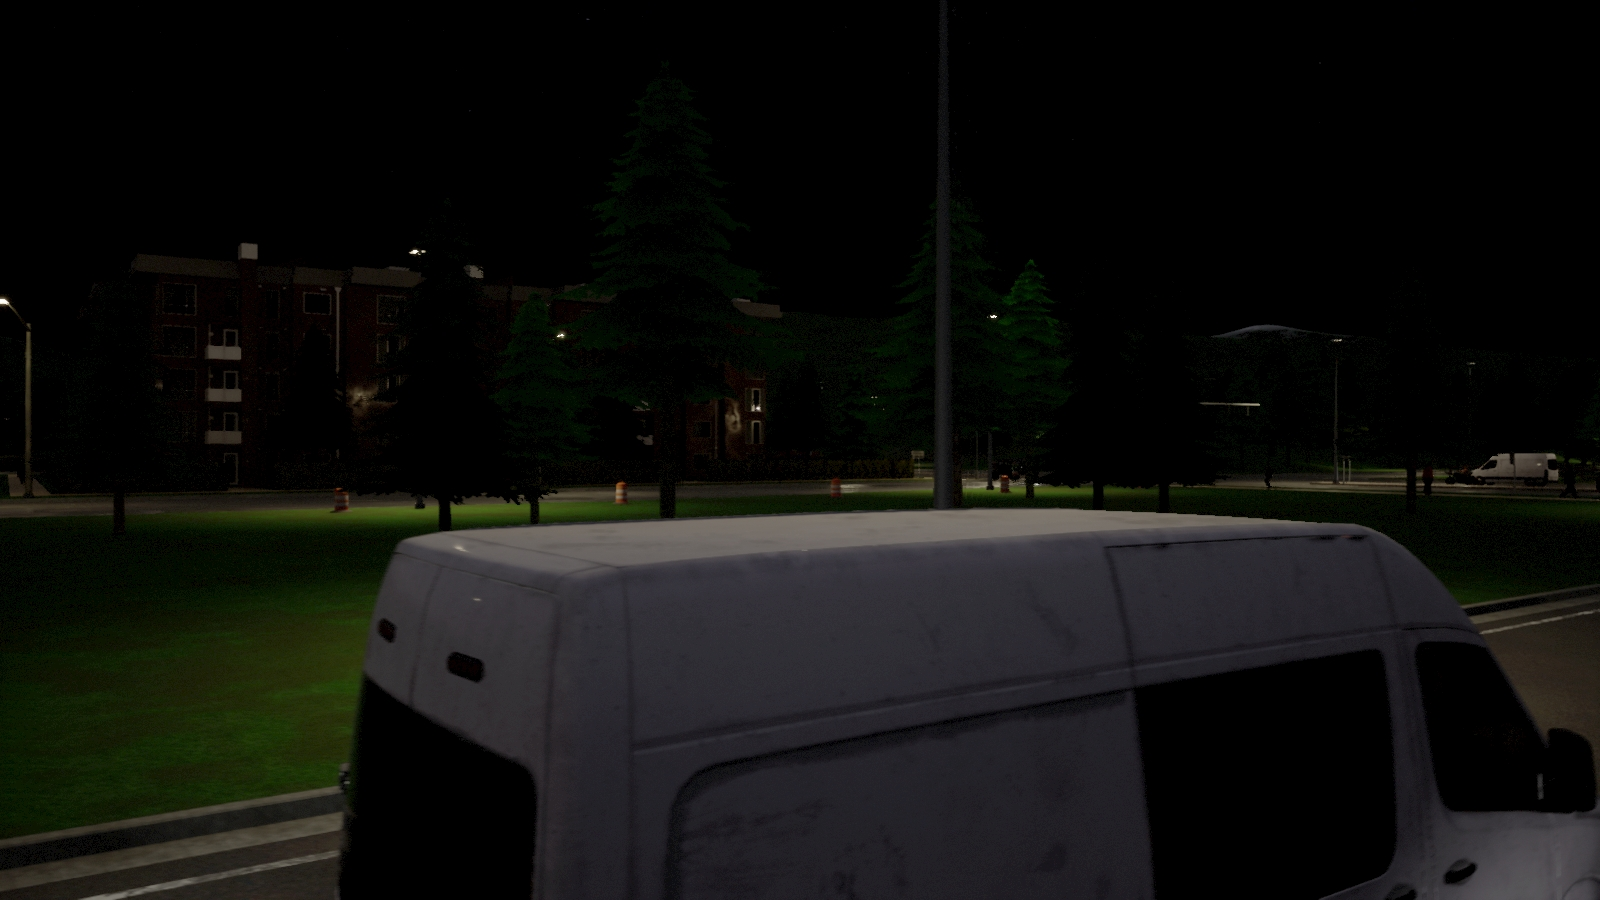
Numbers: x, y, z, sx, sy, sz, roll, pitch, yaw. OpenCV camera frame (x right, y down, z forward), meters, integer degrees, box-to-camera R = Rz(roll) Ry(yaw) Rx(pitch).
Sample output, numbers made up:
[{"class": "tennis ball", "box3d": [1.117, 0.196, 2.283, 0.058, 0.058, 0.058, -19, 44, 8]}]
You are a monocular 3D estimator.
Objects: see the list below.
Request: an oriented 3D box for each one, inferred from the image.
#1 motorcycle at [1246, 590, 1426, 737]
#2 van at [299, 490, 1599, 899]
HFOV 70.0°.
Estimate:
[{"class": "motorcycle", "box3d": [5.656, 2.187, 12.016, 2.033, 1.199, 0.803, 0, 0, -35]}, {"class": "van", "box3d": [1.315, 1.534, 4.711, 5.915, 2.561, 1.988, 0, 0, -35]}]
